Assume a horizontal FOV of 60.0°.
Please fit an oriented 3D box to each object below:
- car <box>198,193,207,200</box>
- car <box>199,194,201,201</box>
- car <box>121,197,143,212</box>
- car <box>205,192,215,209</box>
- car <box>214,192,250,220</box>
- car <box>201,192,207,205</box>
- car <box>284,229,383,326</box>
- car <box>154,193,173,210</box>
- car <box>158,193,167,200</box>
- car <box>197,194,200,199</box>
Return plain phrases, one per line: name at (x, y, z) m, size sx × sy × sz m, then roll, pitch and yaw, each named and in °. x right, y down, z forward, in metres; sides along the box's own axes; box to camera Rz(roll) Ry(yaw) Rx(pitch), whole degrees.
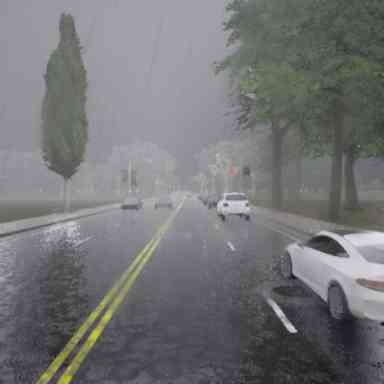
car at (2.725, 1.200, 86.535) m, size 2.033 × 1.649 × 4.856 m, roll 0°, pitch 0°, yaw -1°
car at (2.930, 1.325, 64.525) m, size 1.837 × 1.490 × 4.892 m, roll 0°, pitch 0°, yaw 0°
car at (-6.729, 1.364, 37.693) m, size 1.882 × 1.535 × 5.008 m, roll 0°, pitch 0°, yaw 0°
car at (3.087, 1.226, 42.485) m, size 2.097 × 1.767 × 4.553 m, roll 0°, pitch 0°, yaw 0°
car at (3.264, 1.128, 26.831) m, size 2.150 × 2.045 × 5.566 m, roll 0°, pitch -1°, yaw 0°
car at (3.015, 1.068, 53.549) m, size 2.150 × 2.045 × 5.566 m, roll 0°, pitch 0°, yaw 0°
car at (3.335, 1.500, 6.924) m, size 1.812 × 1.442 × 4.674 m, roll 0°, pitch 0°, yaw 0°
car at (-3.494, 1.227, 41.662) m, size 2.097 × 1.767 × 4.553 m, roll 0°, pitch 0°, yaw 0°
car at (-6.948, 0.958, 78.877) m, size 1.882 × 1.535 × 5.008 m, roll 0°, pitch 0°, yaw -1°
car at (2.834, 1.298, 75.560) m, size 2.163 × 1.488 × 4.792 m, roll 0°, pitch 0°, yaw -1°
